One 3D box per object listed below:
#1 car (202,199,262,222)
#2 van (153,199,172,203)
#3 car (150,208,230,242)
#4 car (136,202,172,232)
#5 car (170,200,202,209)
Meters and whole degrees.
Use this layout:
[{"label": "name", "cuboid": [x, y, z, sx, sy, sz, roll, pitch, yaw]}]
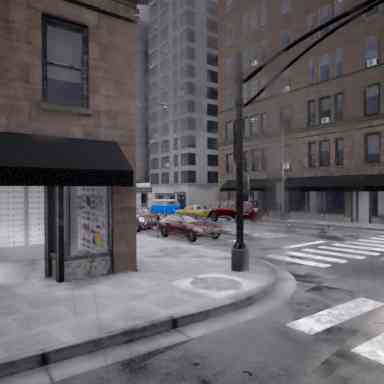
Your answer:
[{"label": "car", "cuboid": [3.456, 1.521, 27.073, 2.192, 1.841, 5.009, -1, 0, -36]}, {"label": "van", "cuboid": [-2.973, 1.688, 36.009, 1.690, 1.788, 3.998, -1, 0, -36]}, {"label": "car", "cuboid": [-0.242, 1.778, 17.626, 1.802, 1.307, 4.206, -1, 0, -36]}, {"label": "car", "cuboid": [-3.460, 1.705, 22.093, 1.967, 1.590, 4.097, -1, 0, -36]}, {"label": "car", "cuboid": [0.147, 1.804, 31.679, 1.752, 1.417, 4.829, -1, 0, -36]}]
